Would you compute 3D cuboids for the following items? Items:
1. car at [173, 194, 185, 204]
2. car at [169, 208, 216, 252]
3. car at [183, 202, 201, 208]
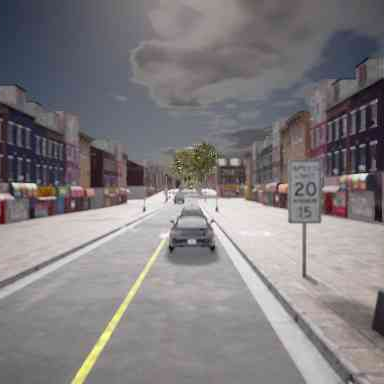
[{"bbox_3d":[-2.748,1.440,71.727,2.150,2.045,5.566,0,1,0],"label":"car"},{"bbox_3d":[0.006,1.648,14.371,1.812,1.442,4.674,0,0,0],"label":"car"},{"bbox_3d":[0.003,1.823,29.086,1.895,1.301,4.718,0,0,0],"label":"car"}]
